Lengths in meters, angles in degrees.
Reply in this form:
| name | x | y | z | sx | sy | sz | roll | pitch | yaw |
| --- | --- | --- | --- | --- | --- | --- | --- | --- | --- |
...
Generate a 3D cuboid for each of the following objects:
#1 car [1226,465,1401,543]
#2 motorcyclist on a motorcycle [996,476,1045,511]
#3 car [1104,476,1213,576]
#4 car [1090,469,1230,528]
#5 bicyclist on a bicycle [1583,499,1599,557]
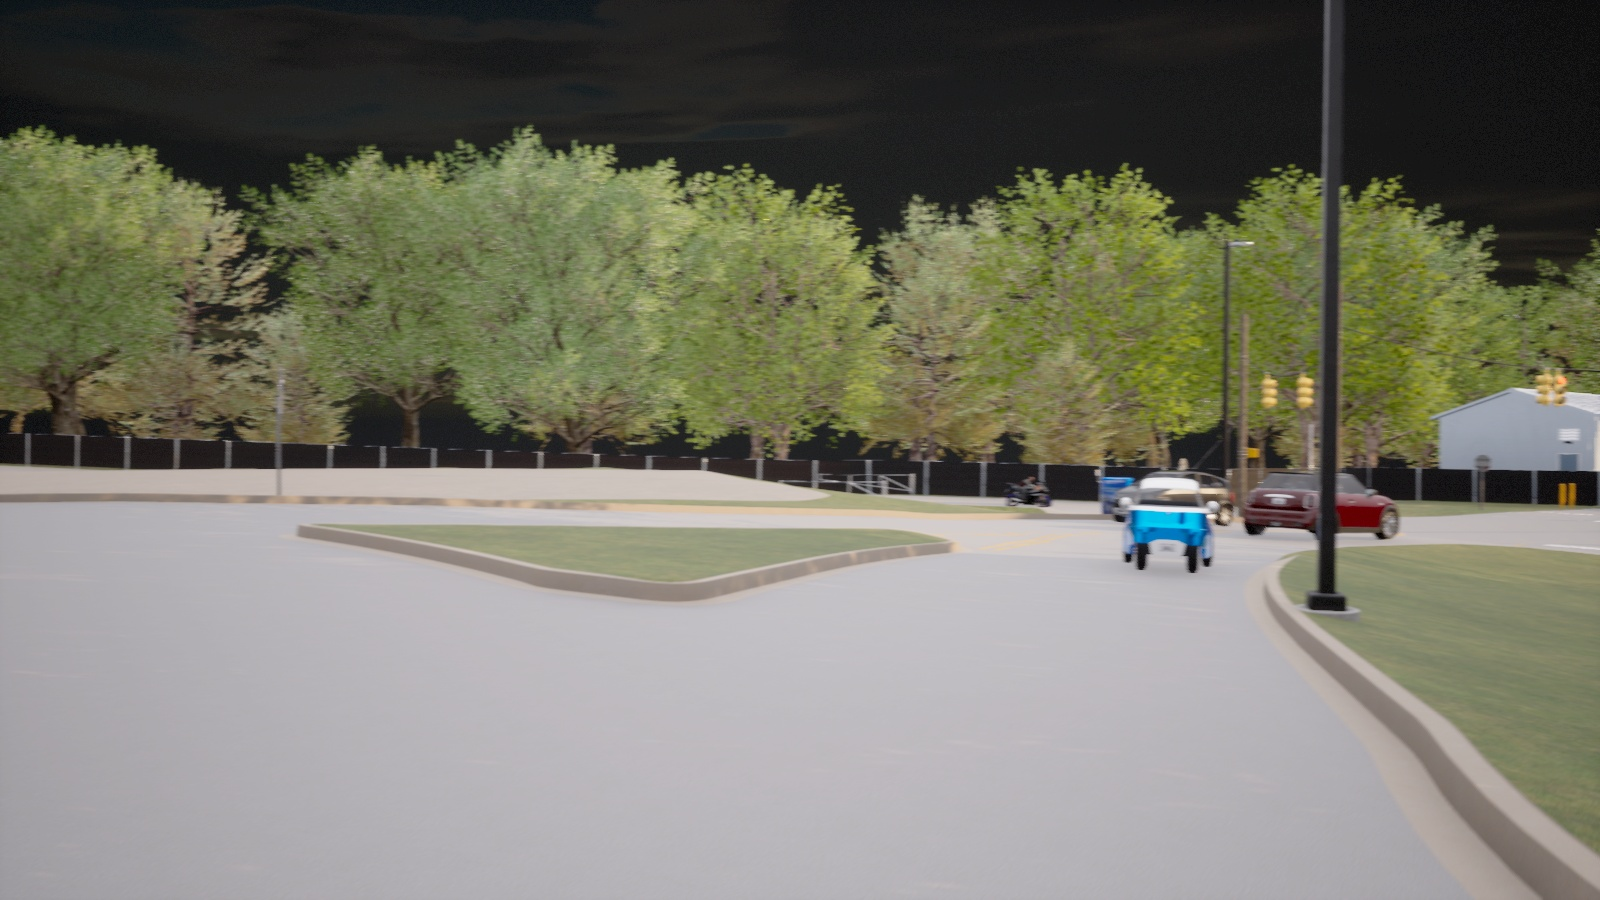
| name | x | y | z | sx | sy | sz | roll | pitch | yaw |
| --- | --- | --- | --- | --- | --- | --- | --- | --- | --- |
| car | 12.958 | 1.352 | 31.584 | 4.553 | 1.767 | 2.097 | 3 | 0 | -40 |
| motorcyclist on a motorcycle | 10.584 | 2.070 | 60.262 | 2.191 | 1.530 | 0.866 | 2 | 2 | 21 |
| car | 5.510 | 1.119 | 19.335 | 1.481 | 1.376 | 2.207 | 2 | 0 | 16 |
| car | 10.280 | 1.386 | 35.767 | 3.705 | 1.549 | 1.789 | 2 | 0 | -33 |
| bicyclist on a bicycle | 23.617 | 2.242 | 36.286 | 1.656 | 1.620 | 0.582 | 1 | 2 | -11 |
